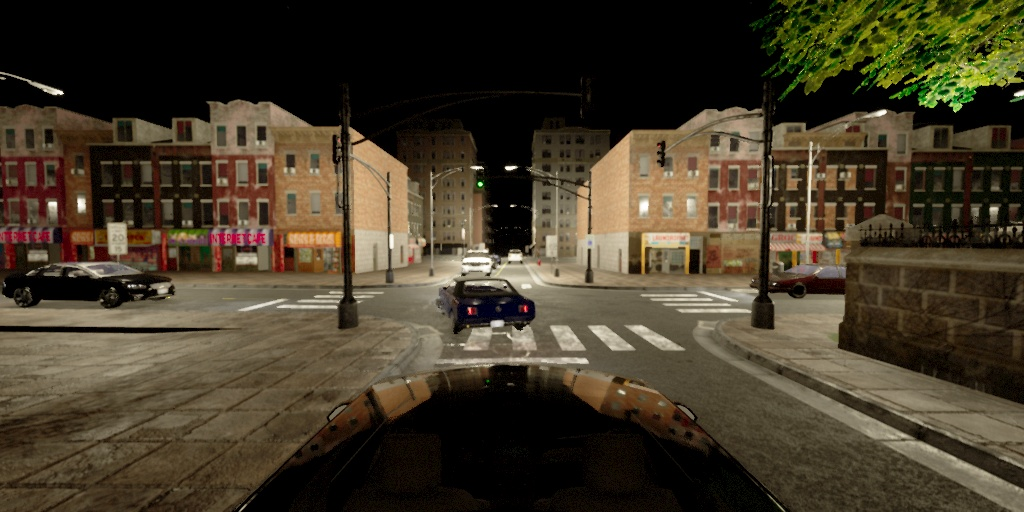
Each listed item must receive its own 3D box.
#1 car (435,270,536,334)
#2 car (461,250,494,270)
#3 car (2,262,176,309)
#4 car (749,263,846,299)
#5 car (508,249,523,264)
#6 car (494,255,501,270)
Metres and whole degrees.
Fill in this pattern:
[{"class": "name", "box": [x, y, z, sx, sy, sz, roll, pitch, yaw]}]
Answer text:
[{"class": "car", "box": [-1.004, 1.241, 10.287, 1.895, 1.301, 4.718, 0, 0, -18]}, {"class": "car", "box": [-2.719, 0.532, 28.443, 2.150, 2.045, 5.566, 0, 1, -2]}, {"class": "car", "box": [-14.999, 0.973, 12.896, 4.902, 1.511, 2.128, 1, 2, 0]}, {"class": "car", "box": [13.563, 1.045, 15.714, 5.357, 1.411, 2.033, 0, 2, 0]}, {"class": "car", "box": [0.521, 0.131, 53.861, 2.150, 2.045, 5.566, 0, 1, 1]}, {"class": "car", "box": [-2.578, 0.695, 38.733, 2.033, 1.411, 5.357, 0, 1, 1]}]
